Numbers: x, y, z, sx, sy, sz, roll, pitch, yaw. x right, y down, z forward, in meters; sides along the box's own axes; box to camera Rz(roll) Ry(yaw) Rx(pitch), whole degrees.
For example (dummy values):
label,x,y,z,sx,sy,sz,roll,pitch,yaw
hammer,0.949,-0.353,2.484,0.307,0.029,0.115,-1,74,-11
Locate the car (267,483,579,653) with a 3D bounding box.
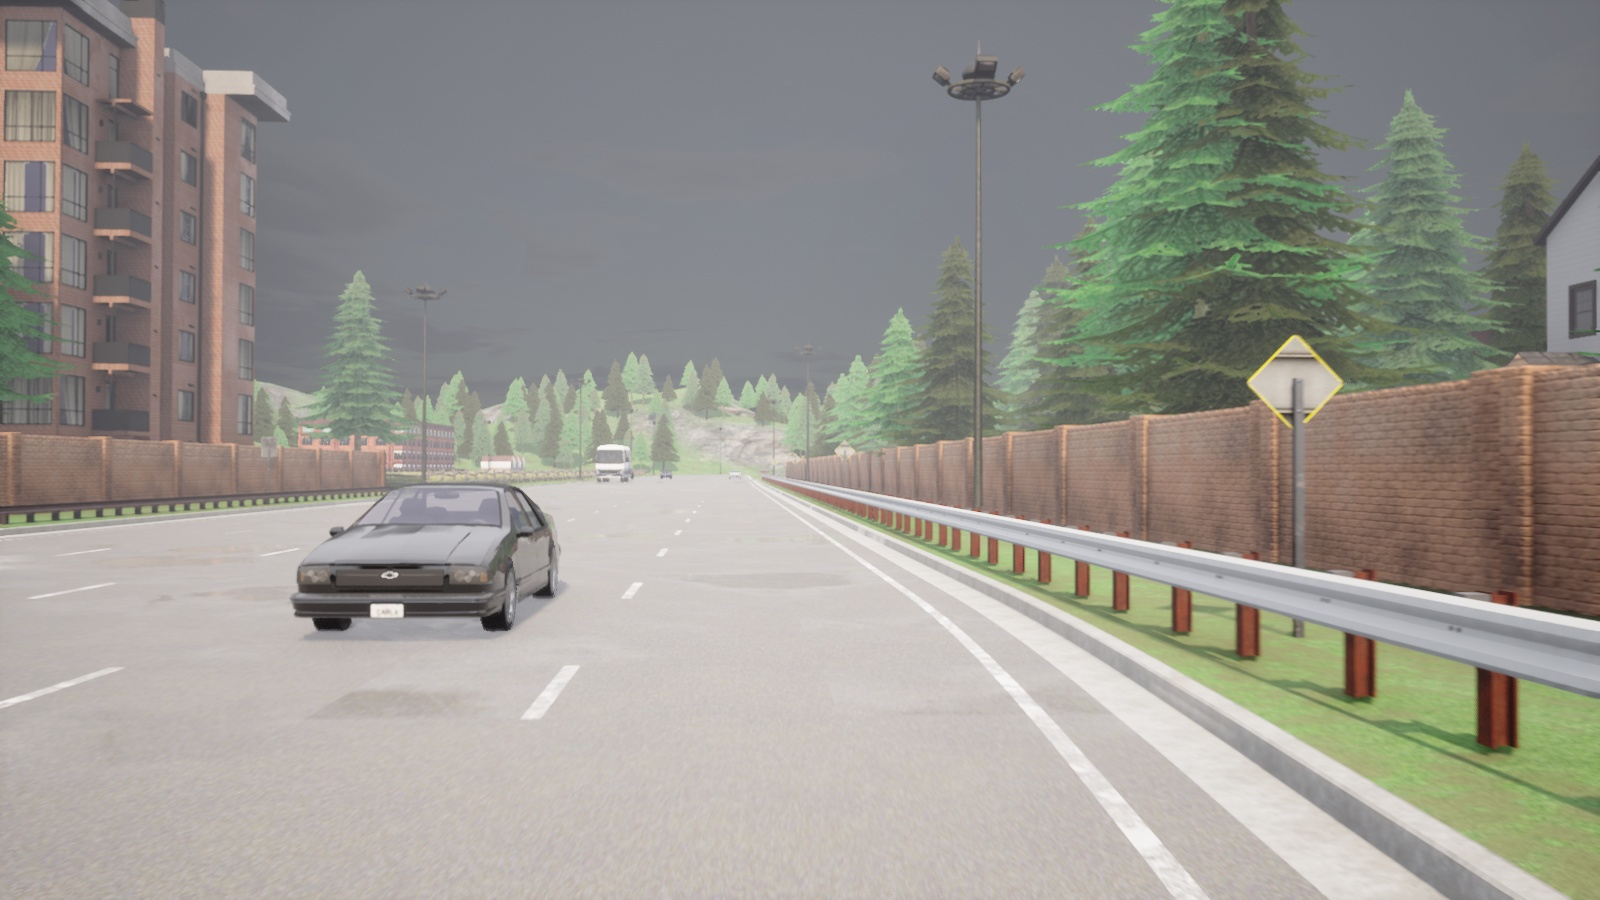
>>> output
label,x,y,z,sx,sy,sz,roll,pitch,yaw
car,-3.744,1.091,13.600,2.033,1.411,5.357,0,-1,-3
